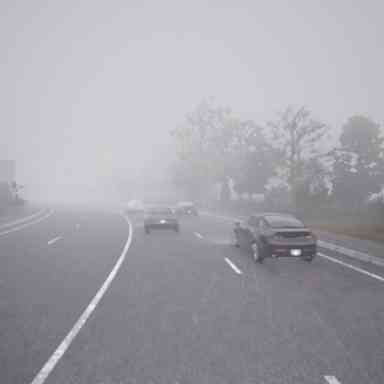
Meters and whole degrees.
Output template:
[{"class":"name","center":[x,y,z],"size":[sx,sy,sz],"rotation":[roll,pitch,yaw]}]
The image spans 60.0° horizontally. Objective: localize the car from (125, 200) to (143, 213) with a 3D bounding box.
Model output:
[{"class":"car","center":[-6.378,1.569,37.204],"size":[1.812,1.442,4.674],"rotation":[0,0,-18]}]

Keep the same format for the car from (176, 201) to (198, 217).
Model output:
[{"class":"car","center":[-0.791,1.553,30.863],"size":[1.812,1.442,4.674],"rotation":[0,0,-15]}]

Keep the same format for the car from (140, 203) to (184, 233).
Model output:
[{"class":"car","center":[-1.955,1.584,20.151],"size":[1.994,1.385,4.181],"rotation":[0,0,-10]}]

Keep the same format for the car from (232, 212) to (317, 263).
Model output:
[{"class":"car","center":[2.763,1.505,12.055],"size":[1.837,1.490,4.892],"rotation":[0,0,-6]}]
